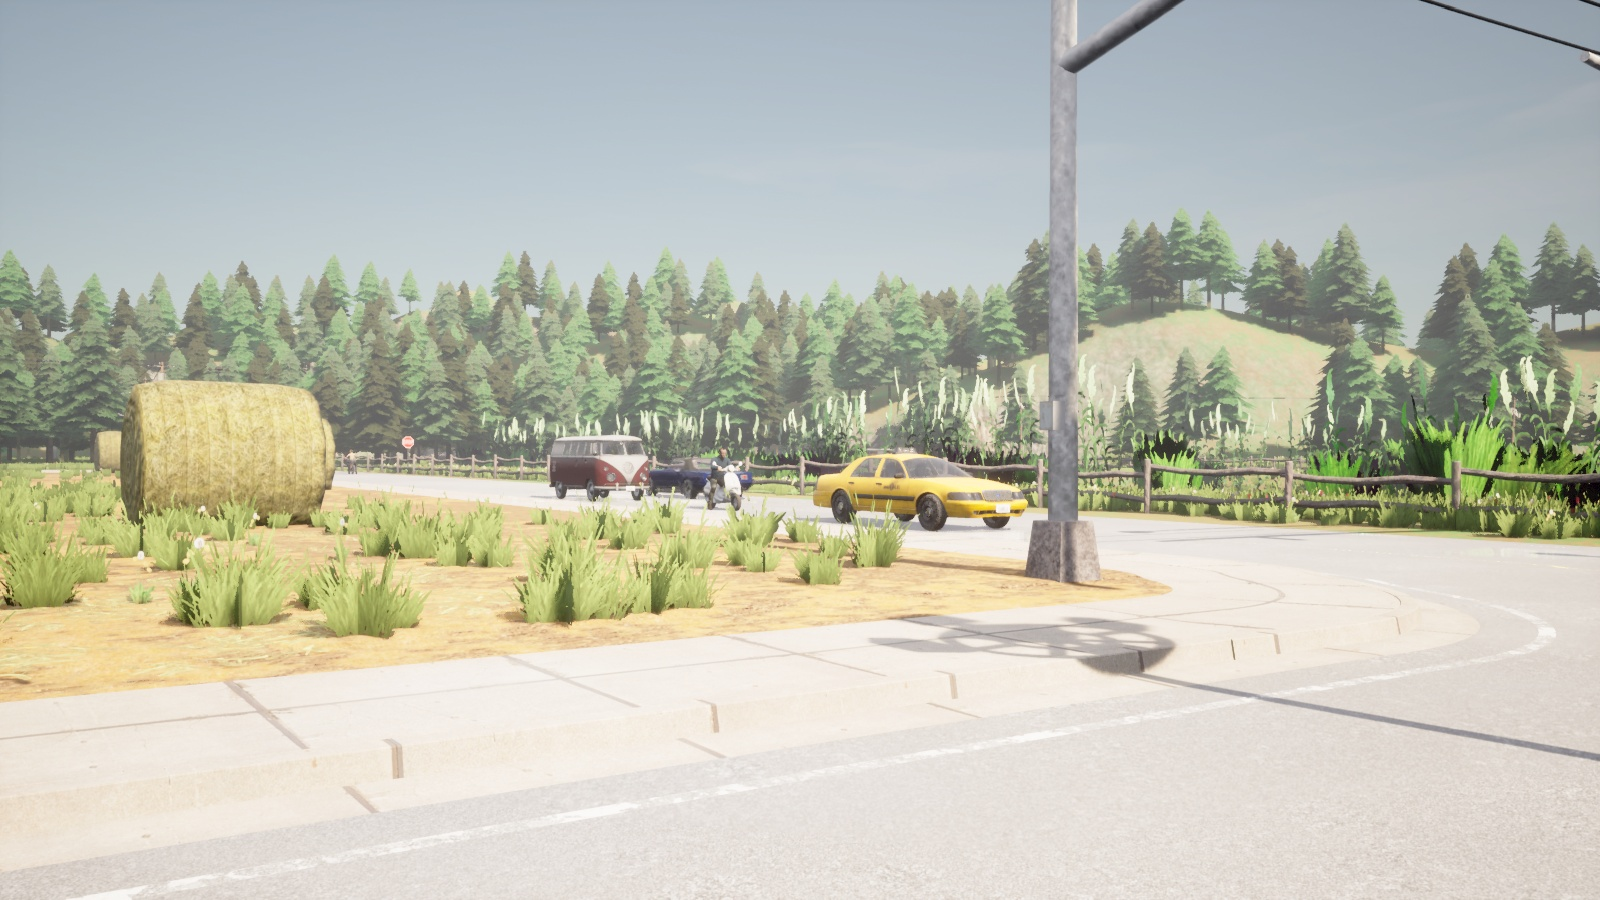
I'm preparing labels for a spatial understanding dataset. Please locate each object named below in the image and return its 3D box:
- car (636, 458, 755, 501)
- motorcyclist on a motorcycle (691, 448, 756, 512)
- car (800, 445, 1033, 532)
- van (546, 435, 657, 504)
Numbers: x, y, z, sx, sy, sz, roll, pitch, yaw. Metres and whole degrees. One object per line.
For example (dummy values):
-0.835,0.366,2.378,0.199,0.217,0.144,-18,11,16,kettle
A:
-3.481,0.918,41.005,1.895,1.301,4.718,0,0,-32,car
-1.965,0.746,32.029,0.866,1.590,1.817,0,0,-32,motorcyclist on a motorcycle
2.192,0.706,25.414,1.801,1.575,5.366,0,0,-32,car
-6.201,0.571,38.757,1.775,1.987,4.442,0,0,-32,van
